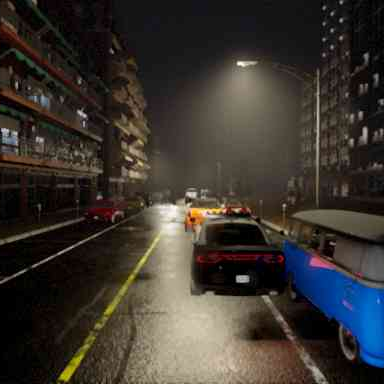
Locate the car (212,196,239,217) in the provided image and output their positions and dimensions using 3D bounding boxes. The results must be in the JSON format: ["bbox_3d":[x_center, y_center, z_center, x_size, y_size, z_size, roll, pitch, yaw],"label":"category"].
[{"bbox_3d":[2.682,1.145,27.662,1.752,1.417,4.829,0,1,0],"label":"car"}]

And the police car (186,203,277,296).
[{"bbox_3d":[0.899,1.305,8.493,1.930,1.638,5.238,0,1,0],"label":"police car"}]

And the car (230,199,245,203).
[{"bbox_3d":[2.682,1.136,21.964,1.967,1.590,4.097,0,1,0],"label":"car"}]

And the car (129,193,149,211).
[{"bbox_3d":[-5.699,1.076,32.848,1.752,1.417,4.829,0,1,0],"label":"car"}]

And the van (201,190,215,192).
[{"bbox_3d":[2.679,0.671,49.594,1.690,1.788,3.998,0,1,0],"label":"van"}]

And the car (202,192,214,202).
[{"bbox_3d":[2.680,0.782,55.291,1.752,1.417,4.829,0,1,0],"label":"car"}]

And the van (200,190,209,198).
[{"bbox_3d":[2.677,0.392,71.700,1.690,1.788,3.998,0,1,0],"label":"van"}]

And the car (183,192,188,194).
[{"bbox_3d":[0.016,0.991,44.985,1.895,1.301,4.718,0,1,0],"label":"car"}]

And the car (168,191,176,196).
[{"bbox_3d":[-5.703,0.348,93.805,1.947,1.339,4.313,0,1,0],"label":"car"}]

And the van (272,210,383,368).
[{"bbox_3d":[2.683,1.263,5.384,1.690,1.788,3.998,0,1,0],"label":"van"}]

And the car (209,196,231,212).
[{"bbox_3d":[2.681,1.130,33.019,1.802,1.307,4.206,0,1,0],"label":"car"}]

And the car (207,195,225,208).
[{"bbox_3d":[2.681,1.057,38.544,1.802,1.307,4.206,0,1,0],"label":"car"}]

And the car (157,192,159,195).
[{"bbox_3d":[-5.699,0.953,44.070,2.008,1.369,4.403,0,1,0],"label":"car"}]

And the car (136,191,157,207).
[{"bbox_3d":[-5.701,0.790,38.541,2.192,1.841,5.009,0,1,0],"label":"car"}]

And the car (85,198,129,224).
[{"bbox_3d":[-5.698,1.241,21.965,1.887,1.381,4.507,0,1,0],"label":"car"}]

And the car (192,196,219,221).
[{"bbox_3d":[0.883,1.117,24.574,1.801,1.575,5.366,0,1,0],"label":"car"}]

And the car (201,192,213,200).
[{"bbox_3d":[2.679,0.755,60.649,1.947,1.339,4.313,0,1,0],"label":"car"}]

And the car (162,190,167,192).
[{"bbox_3d":[-5.701,0.699,55.120,1.967,1.590,4.097,0,1,0],"label":"car"}]

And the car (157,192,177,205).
[{"bbox_3d":[-3.036,1.009,43.585,1.895,1.301,4.718,0,1,1],"label":"car"}]

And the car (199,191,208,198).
[{"bbox_3d":[2.678,0.507,77.397,1.752,1.417,4.829,0,1,0],"label":"car"}]

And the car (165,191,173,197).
[{"bbox_3d":[-5.703,0.498,82.753,1.802,1.307,4.206,0,1,0],"label":"car"}]

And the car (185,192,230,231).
[{"bbox_3d":[0.759,1.096,18.394,2.097,1.767,4.553,0,1,3],"label":"car"}]

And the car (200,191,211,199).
[{"bbox_3d":[2.678,0.560,66.174,1.967,1.590,4.097,0,1,0],"label":"car"}]

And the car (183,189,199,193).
[{"bbox_3d":[-0.005,0.446,57.874,2.150,2.045,5.566,0,1,0],"label":"car"}]

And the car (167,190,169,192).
[{"bbox_3d":[-5.701,0.755,60.649,1.947,1.339,4.313,0,1,0],"label":"car"}]
